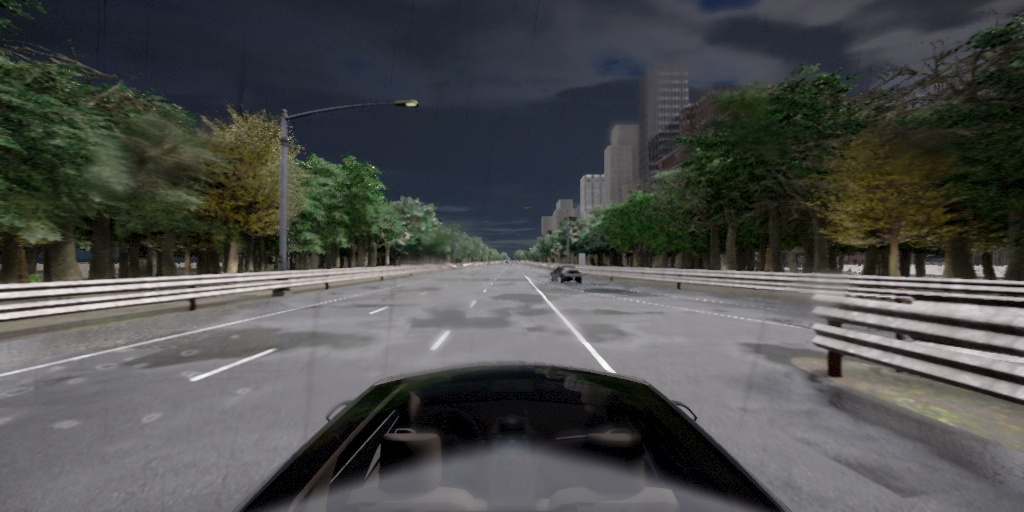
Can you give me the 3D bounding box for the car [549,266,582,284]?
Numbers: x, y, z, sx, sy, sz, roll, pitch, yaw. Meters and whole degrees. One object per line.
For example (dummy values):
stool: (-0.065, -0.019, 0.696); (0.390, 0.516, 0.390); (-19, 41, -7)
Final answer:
car: (4.637, 1.638, 31.527); (1.837, 1.490, 4.892); (-1, -1, -9)
